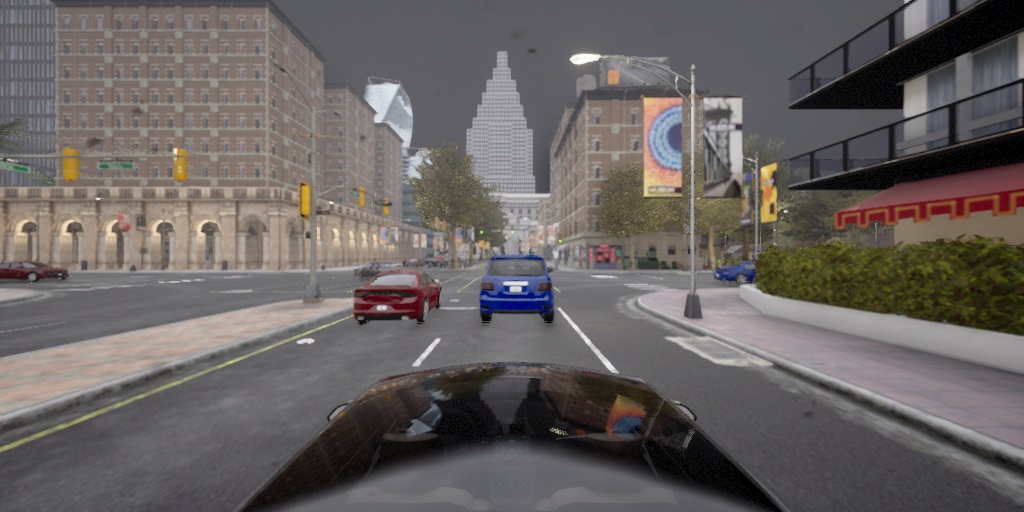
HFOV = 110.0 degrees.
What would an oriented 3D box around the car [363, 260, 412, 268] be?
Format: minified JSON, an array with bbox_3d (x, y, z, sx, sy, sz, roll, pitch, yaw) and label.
[{"bbox_3d":[-10.801,1.217,29.209,5.357,1.411,2.033,0,0,39],"label":"car"}]

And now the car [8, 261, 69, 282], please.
[{"bbox_3d":[-37.144,1.154,27.476,5.008,1.535,1.882,0,0,0],"label":"car"}]

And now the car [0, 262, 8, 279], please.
[{"bbox_3d":[-37.612,1.191,23.972,4.892,1.490,1.837,0,0,0],"label":"car"}]

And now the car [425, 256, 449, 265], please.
[{"bbox_3d":[-11.458,1.159,54.931,1.994,1.385,4.181,0,0,0],"label":"car"}]

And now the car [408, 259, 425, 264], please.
[{"bbox_3d":[-14.958,1.120,55.177,1.812,1.442,4.674,0,0,0],"label":"car"}]

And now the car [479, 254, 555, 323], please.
[{"bbox_3d":[0.242,0.945,12.186,2.150,2.045,5.566,0,1,3],"label":"car"}]

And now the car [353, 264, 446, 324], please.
[{"bbox_3d":[-3.540,1.198,11.874,1.882,1.535,5.008,0,0,-3],"label":"car"}]

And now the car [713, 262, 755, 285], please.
[{"bbox_3d":[16.413,1.161,24.287,5.008,1.535,1.882,0,0,0],"label":"car"}]
